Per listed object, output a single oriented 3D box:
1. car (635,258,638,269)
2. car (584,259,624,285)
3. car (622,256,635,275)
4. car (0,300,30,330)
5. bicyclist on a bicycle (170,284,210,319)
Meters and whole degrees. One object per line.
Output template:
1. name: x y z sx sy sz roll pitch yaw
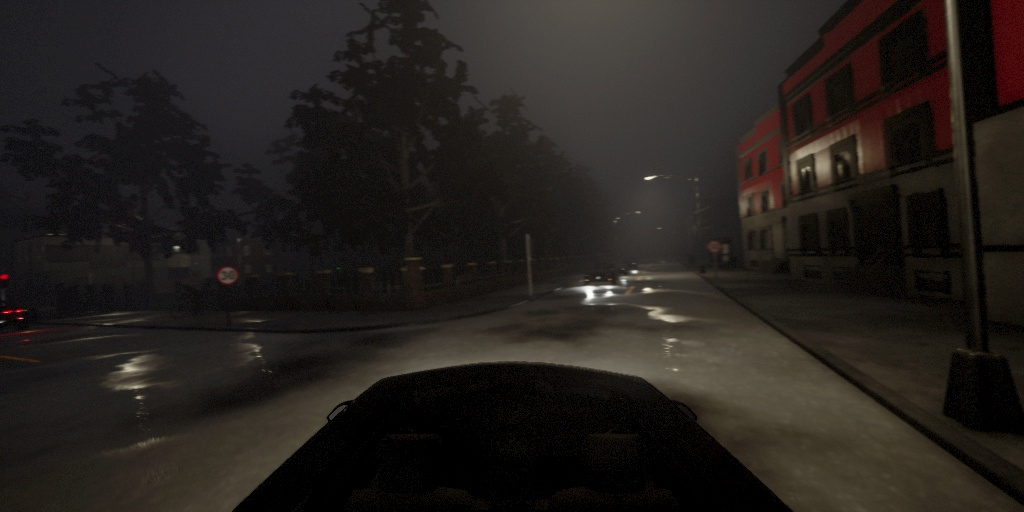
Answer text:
1. car: 13.819 0.796 42.588 1.882 1.535 5.008 -4 -1 23
2. car: 6.183 1.163 24.428 1.994 1.385 4.181 -4 -1 23
3. car: 9.775 1.015 32.997 2.033 1.411 5.357 -4 -1 23
4. car: -25.076 2.885 16.995 4.902 1.511 2.128 -4 -1 23
5. bicyclist on a bicycle: -15.870 2.200 17.685 0.582 1.620 1.656 -4 0 23
